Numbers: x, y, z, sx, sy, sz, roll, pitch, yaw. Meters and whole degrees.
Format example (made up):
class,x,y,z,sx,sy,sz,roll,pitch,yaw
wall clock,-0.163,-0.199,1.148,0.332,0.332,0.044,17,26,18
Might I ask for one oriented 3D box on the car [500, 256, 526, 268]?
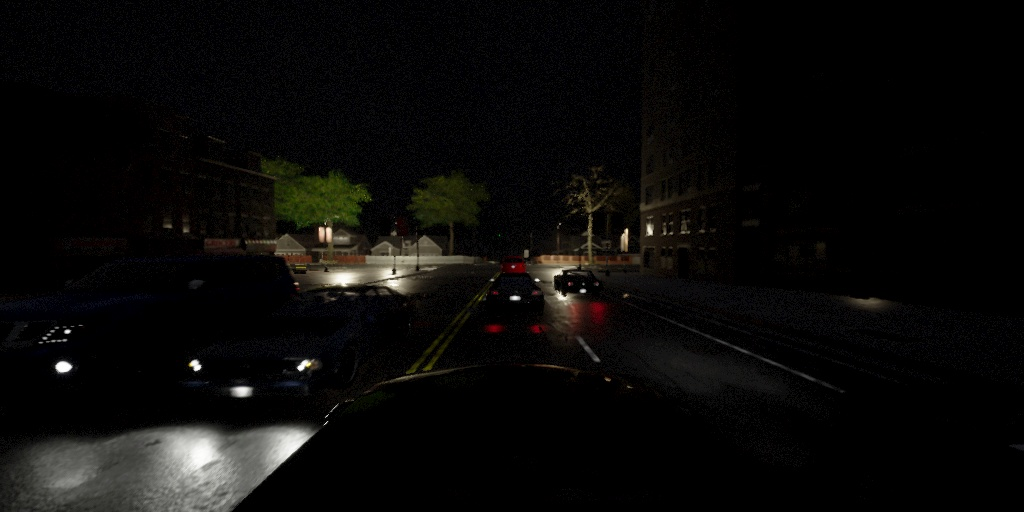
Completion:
class,x,y,z,sx,sy,sz,roll,pitch,yaw
car,0.104,1.021,32.878,2.150,2.045,5.566,0,0,0

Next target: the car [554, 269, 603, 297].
class,x,y,z,sx,sy,sz,roll,pitch,yaw
car,3.352,1.362,19.130,1.895,1.301,4.718,0,0,0

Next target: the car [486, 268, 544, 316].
class,x,y,z,sx,sy,sz,roll,pitch,yaw
car,0.100,1.317,13.491,1.994,1.385,4.181,0,0,0

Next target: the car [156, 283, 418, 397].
class,x,y,z,sx,sy,sz,roll,pitch,yaw
car,-3.349,1.297,7.103,2.033,1.411,5.357,0,0,0

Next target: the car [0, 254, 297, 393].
class,x,y,z,sx,sy,sz,roll,pitch,yaw
car,-6.598,0.971,7.067,2.150,2.045,5.566,0,0,0

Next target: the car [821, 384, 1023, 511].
class,x,y,z,sx,sy,sz,roll,pitch,yaw
car,3.350,1.241,0.806,2.128,1.511,4.902,0,0,0
